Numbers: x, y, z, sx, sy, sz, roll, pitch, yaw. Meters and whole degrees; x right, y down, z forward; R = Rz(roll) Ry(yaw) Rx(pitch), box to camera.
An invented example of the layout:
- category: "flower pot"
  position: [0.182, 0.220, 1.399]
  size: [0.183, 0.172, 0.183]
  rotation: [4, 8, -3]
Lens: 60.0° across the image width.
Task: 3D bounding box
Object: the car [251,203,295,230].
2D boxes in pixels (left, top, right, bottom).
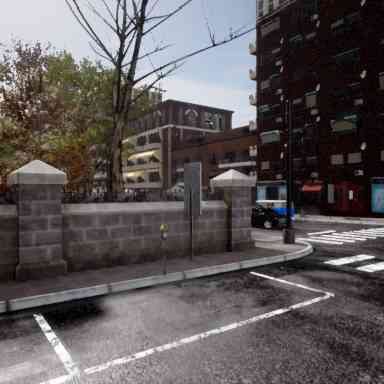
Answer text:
- category: "car"
  position: [4.888, 1.764, 23.695]
  size: [1.837, 1.490, 4.892]
  rotation: [0, -1, -36]

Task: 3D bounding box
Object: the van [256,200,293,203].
- category: "van"
  position: [7.317, 1.643, 30.201]
  size: [1.690, 1.788, 3.998]
  rotation: [-1, 0, -36]
